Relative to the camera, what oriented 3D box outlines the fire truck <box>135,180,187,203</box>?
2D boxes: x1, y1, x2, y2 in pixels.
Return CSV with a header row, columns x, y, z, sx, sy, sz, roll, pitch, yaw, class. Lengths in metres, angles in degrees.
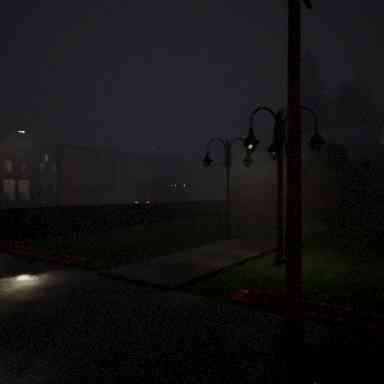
x,y,z,sx,sy,sz,roll,pitch,yaw,class
-4.292,0.248,47.797,2.891,3.827,8.468,0,0,36,fire truck
